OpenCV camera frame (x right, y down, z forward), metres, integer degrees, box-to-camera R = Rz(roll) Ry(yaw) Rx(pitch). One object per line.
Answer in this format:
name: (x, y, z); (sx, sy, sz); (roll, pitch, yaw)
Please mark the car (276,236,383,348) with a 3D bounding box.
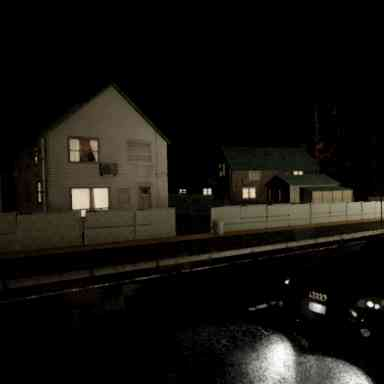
car: (3.510, 1.560, 6.160); (4.181, 1.385, 1.994); (0, 0, -35)
